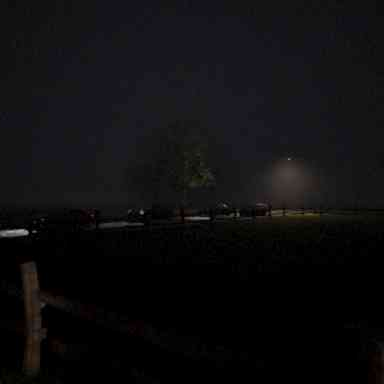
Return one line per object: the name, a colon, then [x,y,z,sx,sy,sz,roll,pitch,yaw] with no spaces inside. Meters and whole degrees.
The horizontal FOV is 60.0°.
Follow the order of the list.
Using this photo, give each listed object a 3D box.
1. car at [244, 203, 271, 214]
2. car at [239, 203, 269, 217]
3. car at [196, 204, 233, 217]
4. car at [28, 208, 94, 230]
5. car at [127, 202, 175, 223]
car: [9.127,2.219,45.916,1.994,1.385,4.181,0,-1,38]
car: [7.264,2.128,38.783,1.994,1.385,4.181,0,-1,38]
car: [2.641,2.052,37.638,2.033,1.411,5.357,0,-1,38]
car: [-8.875,1.793,22.842,1.994,1.385,4.181,0,-1,38]
car: [-3.628,1.708,29.584,2.097,1.767,4.553,0,-1,38]
